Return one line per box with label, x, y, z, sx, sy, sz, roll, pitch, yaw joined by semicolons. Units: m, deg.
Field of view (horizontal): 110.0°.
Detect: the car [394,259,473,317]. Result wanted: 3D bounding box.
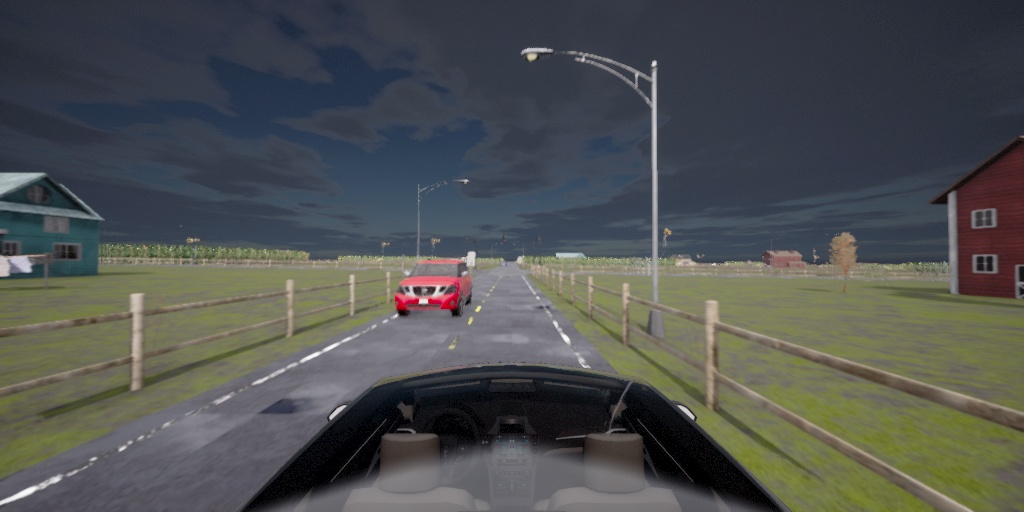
car;-2.852;1.138;14.301;2.150;2.045;5.566;0;-1;0
